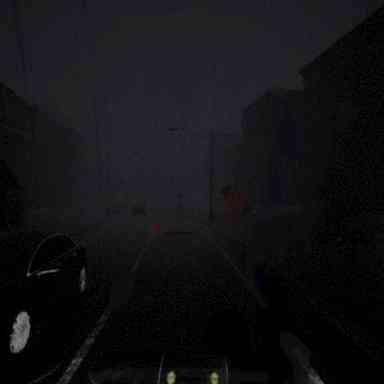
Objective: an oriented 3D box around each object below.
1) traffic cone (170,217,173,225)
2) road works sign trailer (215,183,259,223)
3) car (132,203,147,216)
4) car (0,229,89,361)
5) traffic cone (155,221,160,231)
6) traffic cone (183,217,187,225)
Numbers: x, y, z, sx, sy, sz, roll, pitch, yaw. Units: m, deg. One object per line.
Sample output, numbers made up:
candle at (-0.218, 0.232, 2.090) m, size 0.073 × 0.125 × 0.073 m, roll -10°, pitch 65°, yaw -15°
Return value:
traffic cone at (-1.524, 2.147, 24.378) m, size 0.340 × 0.580 × 0.340 m, roll 0°, pitch -1°, yaw -4°
road works sign trailer at (3.289, 1.113, 24.200) m, size 2.380 × 2.880 × 3.560 m, roll 46°, pitch 22°, yaw 20°
car at (-6.950, 2.284, 43.924) m, size 1.882 × 1.535 × 5.008 m, roll 0°, pitch -1°, yaw -7°
car at (-3.239, 1.489, 5.904) m, size 1.837 × 1.490 × 4.892 m, roll 1°, pitch -1°, yaw -2°
traffic cone at (-2.045, 2.037, 18.314) m, size 0.340 × 0.580 × 0.340 m, roll 0°, pitch -1°, yaw -5°
traffic cone at (-0.528, 2.143, 24.457) m, size 0.340 × 0.580 × 0.340 m, roll 0°, pitch -1°, yaw -4°
